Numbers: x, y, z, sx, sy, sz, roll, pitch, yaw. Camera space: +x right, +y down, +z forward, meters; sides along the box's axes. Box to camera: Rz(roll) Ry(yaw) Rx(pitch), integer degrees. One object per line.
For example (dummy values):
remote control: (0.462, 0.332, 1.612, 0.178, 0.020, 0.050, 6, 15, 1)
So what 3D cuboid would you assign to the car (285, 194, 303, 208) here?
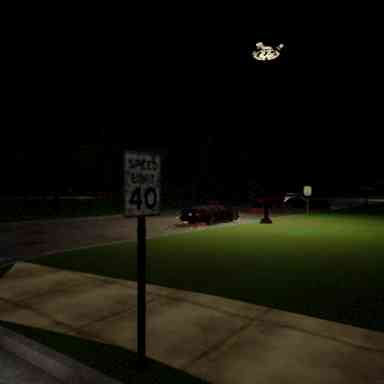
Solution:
car: (14.972, 1.489, 47.507, 1.837, 1.490, 4.892, 0, 1, 38)

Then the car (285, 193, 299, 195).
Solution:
car: (17.391, 1.200, 56.549, 2.150, 2.045, 5.566, 0, 0, 37)

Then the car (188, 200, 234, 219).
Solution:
car: (1.799, 1.507, 30.187, 1.812, 1.442, 4.674, 0, 0, 37)

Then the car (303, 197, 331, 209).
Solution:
car: (16.994, 1.464, 44.395, 1.882, 1.535, 5.008, 0, 0, 38)

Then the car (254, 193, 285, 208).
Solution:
car: (11.007, 1.199, 48.094, 2.150, 2.045, 5.566, 0, 0, 37)

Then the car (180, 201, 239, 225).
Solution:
car: (1.372, 1.532, 23.795, 2.033, 1.411, 5.357, 0, 0, 37)
